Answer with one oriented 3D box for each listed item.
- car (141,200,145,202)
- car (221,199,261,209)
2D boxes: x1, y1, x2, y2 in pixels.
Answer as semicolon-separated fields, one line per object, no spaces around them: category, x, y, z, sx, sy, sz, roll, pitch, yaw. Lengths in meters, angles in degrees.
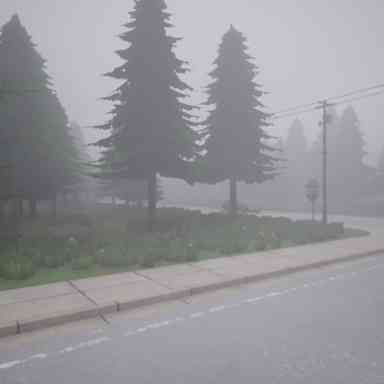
car;-7.889;1.454;52.697;2.128;1.511;4.902;0;0;-34
car;4.912;1.458;33.789;1.837;1.490;4.892;0;0;-34
